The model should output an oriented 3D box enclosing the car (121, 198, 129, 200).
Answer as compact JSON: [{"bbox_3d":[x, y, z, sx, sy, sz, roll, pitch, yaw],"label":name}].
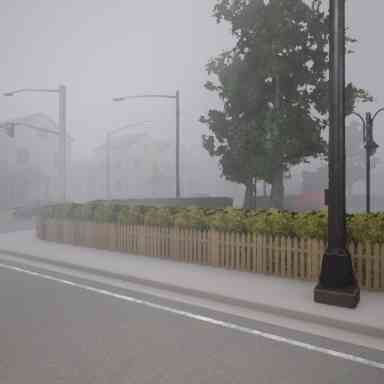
[{"bbox_3d":[-7.721,1.478,37.552,1.882,1.535,5.008,0,0,35],"label":"car"}]

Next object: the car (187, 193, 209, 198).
[{"bbox_3d":[0.668,1.223,49.593,2.150,2.045,5.566,0,0,35],"label":"car"}]

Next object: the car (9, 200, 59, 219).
[{"bbox_3d":[-13.428,1.491,29.345,2.128,1.511,4.902,0,0,35],"label":"car"}]
